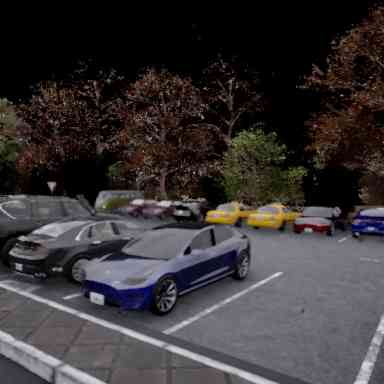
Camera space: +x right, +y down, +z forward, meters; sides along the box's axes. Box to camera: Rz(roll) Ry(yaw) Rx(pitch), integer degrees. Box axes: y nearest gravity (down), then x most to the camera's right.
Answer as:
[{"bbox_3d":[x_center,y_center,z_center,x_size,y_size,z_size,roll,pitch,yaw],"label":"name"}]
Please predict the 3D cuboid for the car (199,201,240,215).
[{"bbox_3d":[2.966,1.386,21.989,1.946,1.575,5.366,1,1,36],"label":"car"}]

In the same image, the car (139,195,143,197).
[{"bbox_3d":[-4.006,1.220,26.833,2.002,1.452,4.674,2,1,36],"label":"car"}]

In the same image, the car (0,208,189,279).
[{"bbox_3d":[-2.532,1.446,9.578,2.231,1.521,4.892,1,1,36],"label":"car"}]

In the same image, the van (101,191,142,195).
[{"bbox_3d":[-6.238,0.883,28.296,1.878,1.987,4.442,2,2,36],"label":"van"}]

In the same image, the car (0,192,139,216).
[{"bbox_3d":[-4.764,1.143,11.244,2.435,2.045,5.566,1,1,36],"label":"car"}]

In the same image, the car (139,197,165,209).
[{"bbox_3d":[-1.754,1.297,25.196,2.002,1.452,4.674,2,1,36],"label":"car"}]

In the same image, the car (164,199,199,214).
[{"bbox_3d":[0.616,1.359,23.505,2.163,1.488,4.792,2,1,36],"label":"car"}]

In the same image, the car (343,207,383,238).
[{"bbox_3d":[9.520,1.506,16.988,2.097,1.535,5.008,1,0,36],"label":"car"}]

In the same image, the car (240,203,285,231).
[{"bbox_3d":[5.227,1.437,20.345,1.946,1.575,5.366,1,1,36],"label":"car"}]

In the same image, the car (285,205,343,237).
[{"bbox_3d":[7.248,1.508,18.610,2.163,1.488,4.792,1,1,36],"label":"car"}]

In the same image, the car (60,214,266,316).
[{"bbox_3d":[-0.299,1.515,7.925,2.163,1.488,4.792,1,0,36],"label":"car"}]
